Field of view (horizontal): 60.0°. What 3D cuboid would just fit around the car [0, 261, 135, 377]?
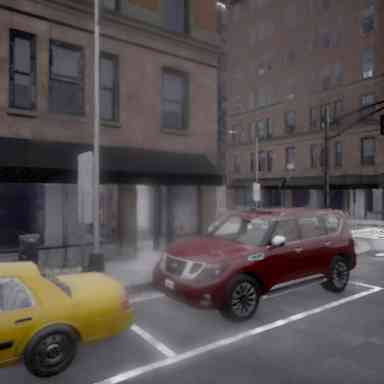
[{"bbox_3d":[-3.111,1.525,3.982,4.829,1.417,1.752,0,0,-35],"label":"car"}]

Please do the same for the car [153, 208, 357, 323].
[{"bbox_3d":[1.651,1.314,7.378,5.009,1.841,2.192,0,0,-35],"label":"car"}]
